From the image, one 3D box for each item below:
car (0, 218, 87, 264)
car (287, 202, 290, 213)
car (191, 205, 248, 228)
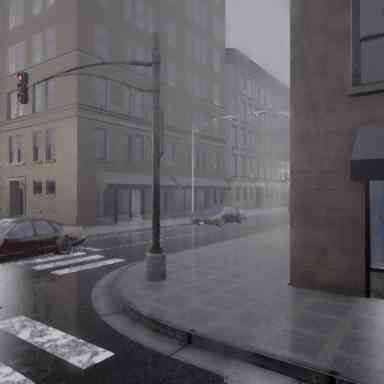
[{"bbox_3d":[-5.883,1.585,11.026,2.033,1.411,5.357,0,0,23],"label":"car"},{"bbox_3d":[13.101,1.448,39.243,2.150,2.045,5.566,0,-1,36],"label":"car"},{"bbox_3d":[2.144,1.670,23.876,2.033,1.411,5.357,0,0,35],"label":"car"}]
